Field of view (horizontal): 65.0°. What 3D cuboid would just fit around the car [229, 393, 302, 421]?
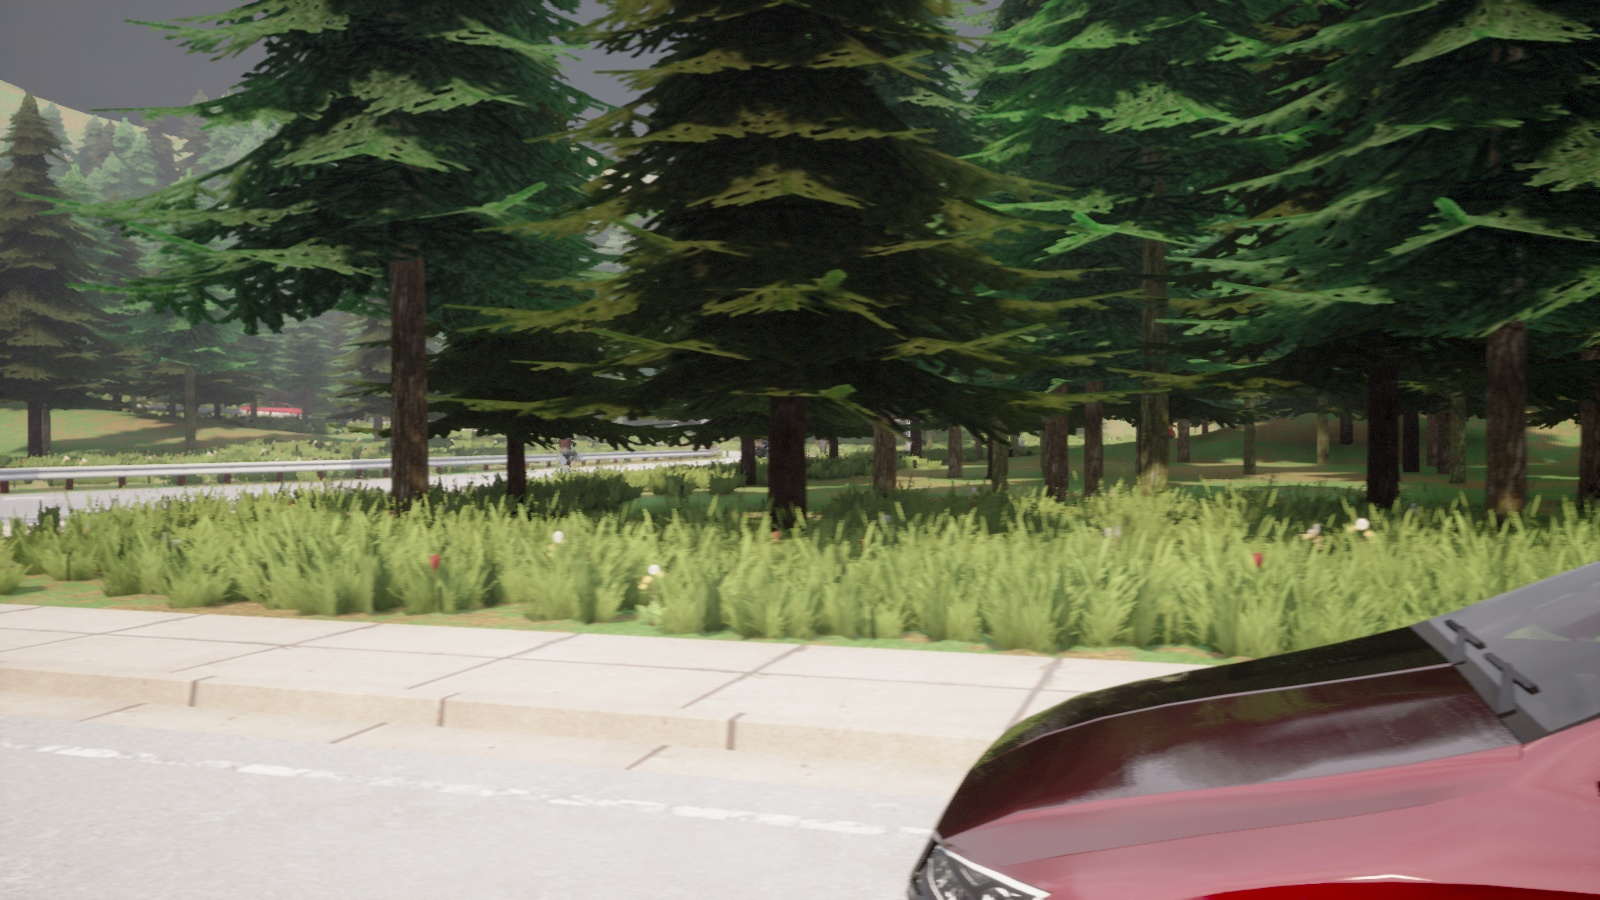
[{"bbox_3d":[-37.815,-3.026,88.882,4.514,1.525,2.007,5,-2,-27],"label":"car"}]

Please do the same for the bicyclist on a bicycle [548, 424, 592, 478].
[{"bbox_3d":[-7.817,0.019,42.671,0.659,1.776,1.843,0,1,18],"label":"bicyclist on a bicycle"}]

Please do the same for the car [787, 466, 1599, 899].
[{"bbox_3d":[2.253,0.808,2.436,4.193,1.474,1.816,0,1,19],"label":"car"}]
